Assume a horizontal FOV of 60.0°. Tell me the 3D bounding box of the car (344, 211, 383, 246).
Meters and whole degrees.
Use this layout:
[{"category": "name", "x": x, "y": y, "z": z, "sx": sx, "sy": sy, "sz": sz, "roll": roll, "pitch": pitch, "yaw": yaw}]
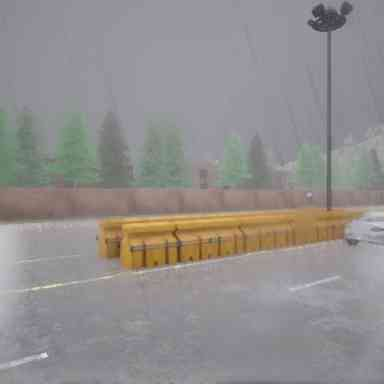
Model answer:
[{"category": "car", "x": 8.269, "y": 1.533, "z": 14.066, "sx": 4.674, "sy": 1.442, "sz": 1.812, "roll": 0, "pitch": 0, "yaw": -35}]
